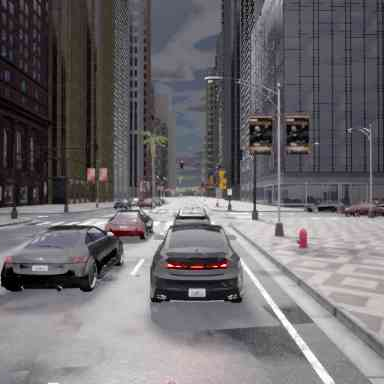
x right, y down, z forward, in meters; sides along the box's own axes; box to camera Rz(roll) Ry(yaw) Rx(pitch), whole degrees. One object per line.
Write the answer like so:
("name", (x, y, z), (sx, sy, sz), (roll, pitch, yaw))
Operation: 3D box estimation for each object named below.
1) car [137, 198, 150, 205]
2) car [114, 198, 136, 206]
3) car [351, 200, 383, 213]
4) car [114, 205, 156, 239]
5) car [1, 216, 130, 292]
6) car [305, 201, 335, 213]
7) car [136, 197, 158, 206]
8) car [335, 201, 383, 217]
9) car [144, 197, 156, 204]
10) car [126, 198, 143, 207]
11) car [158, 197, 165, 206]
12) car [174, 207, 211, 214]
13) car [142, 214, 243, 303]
("car", (-9.861, 1.927, 67.764), (1.994, 1.385, 4.181), (0, 0, 1))
("car", (-9.925, 1.768, 48.324), (2.033, 1.411, 5.357), (0, 0, 0))
("car", (20.766, 1.644, 37.887), (4.313, 1.339, 1.947), (0, 0, -1))
("car", (-3.177, 1.602, 17.396), (1.994, 1.385, 4.181), (0, 0, 0))
("car", (-3.170, 1.576, 8.997), (1.994, 1.385, 4.181), (0, 0, 1))
("car", (15.126, 1.663, 37.791), (4.313, 1.339, 1.947), (0, 0, -1))
("car", (-6.675, 1.709, 50.054), (1.882, 1.535, 5.008), (0, 0, 0))
("car", (15.270, 1.577, 29.267), (4.206, 1.307, 1.802), (0, 0, -1))
("car", (-9.874, 1.991, 78.358), (2.033, 1.411, 5.357), (0, 0, 0))
("car", (-9.923, 1.778, 57.878), (2.128, 1.511, 4.902), (0, 0, 0))
("car", (-6.664, 1.655, 60.091), (2.097, 1.767, 4.553), (0, 0, 0))
("car", (0.022, 1.530, 17.543), (2.128, 1.511, 4.902), (0, 0, 0))
("car", (0.088, 1.515, 8.222), (1.837, 1.490, 4.892), (0, 0, 0))
